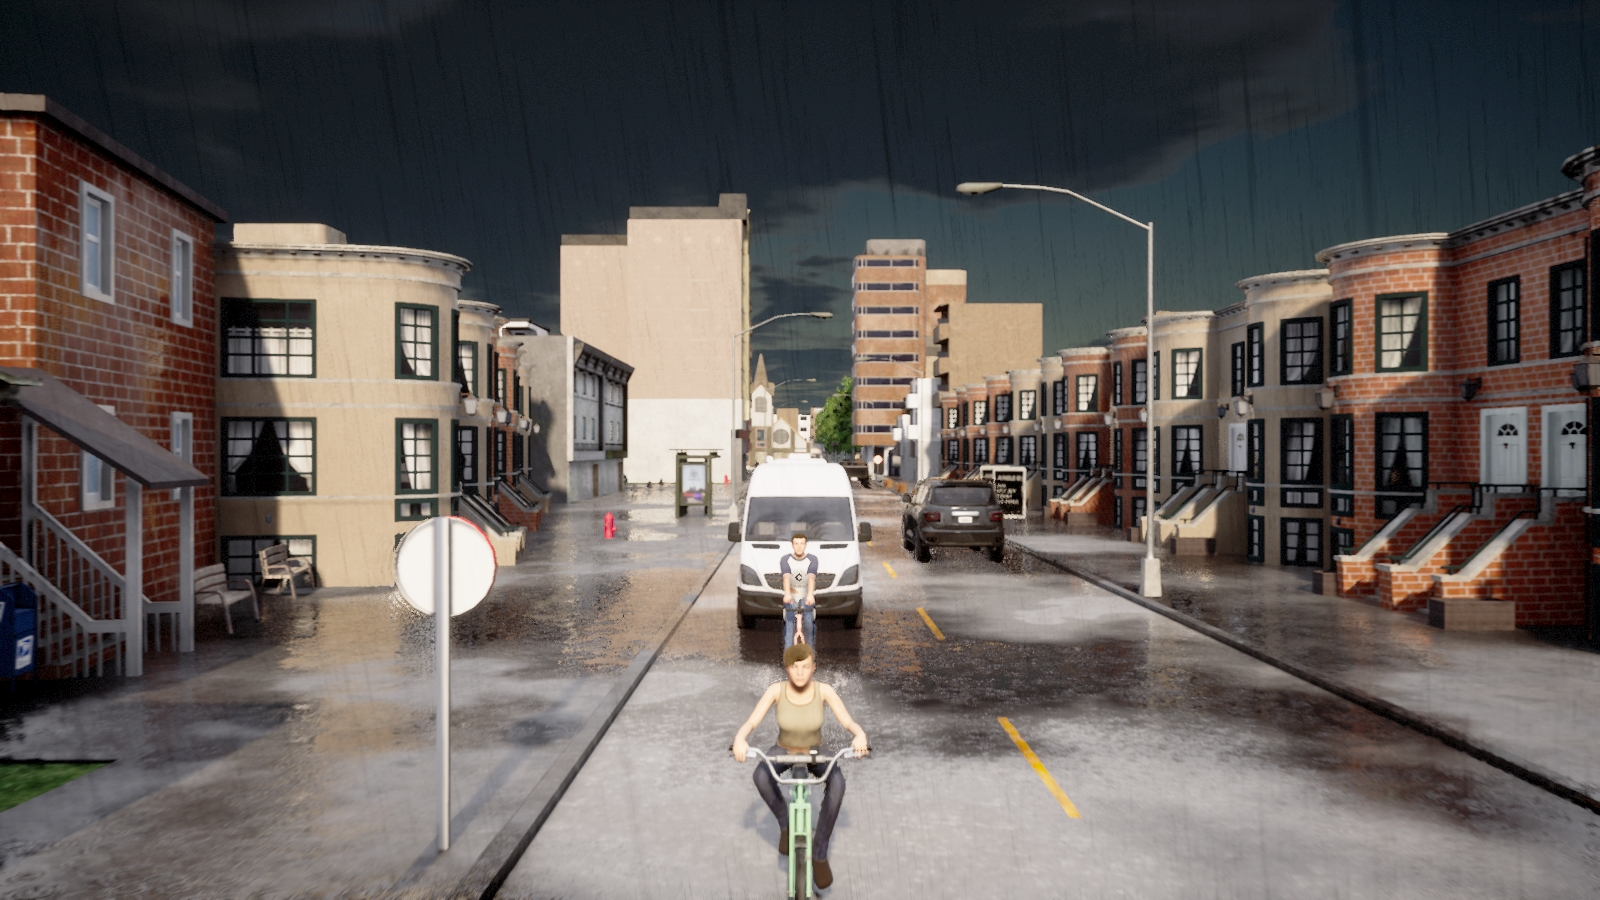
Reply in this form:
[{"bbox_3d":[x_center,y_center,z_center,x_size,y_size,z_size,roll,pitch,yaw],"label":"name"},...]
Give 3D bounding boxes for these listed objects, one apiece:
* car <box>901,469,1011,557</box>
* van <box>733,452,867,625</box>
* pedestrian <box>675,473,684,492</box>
[{"bbox_3d":[3.996,1.560,30.276,2.150,2.045,5.566,0,0,0],"label":"car"},{"bbox_3d":[0.001,1.315,19.920,1.988,2.561,5.915,0,0,0],"label":"van"},{"bbox_3d":[-7.065,1.910,66.923,0.500,1.100,0.500,0,0,-1],"label":"pedestrian"}]
